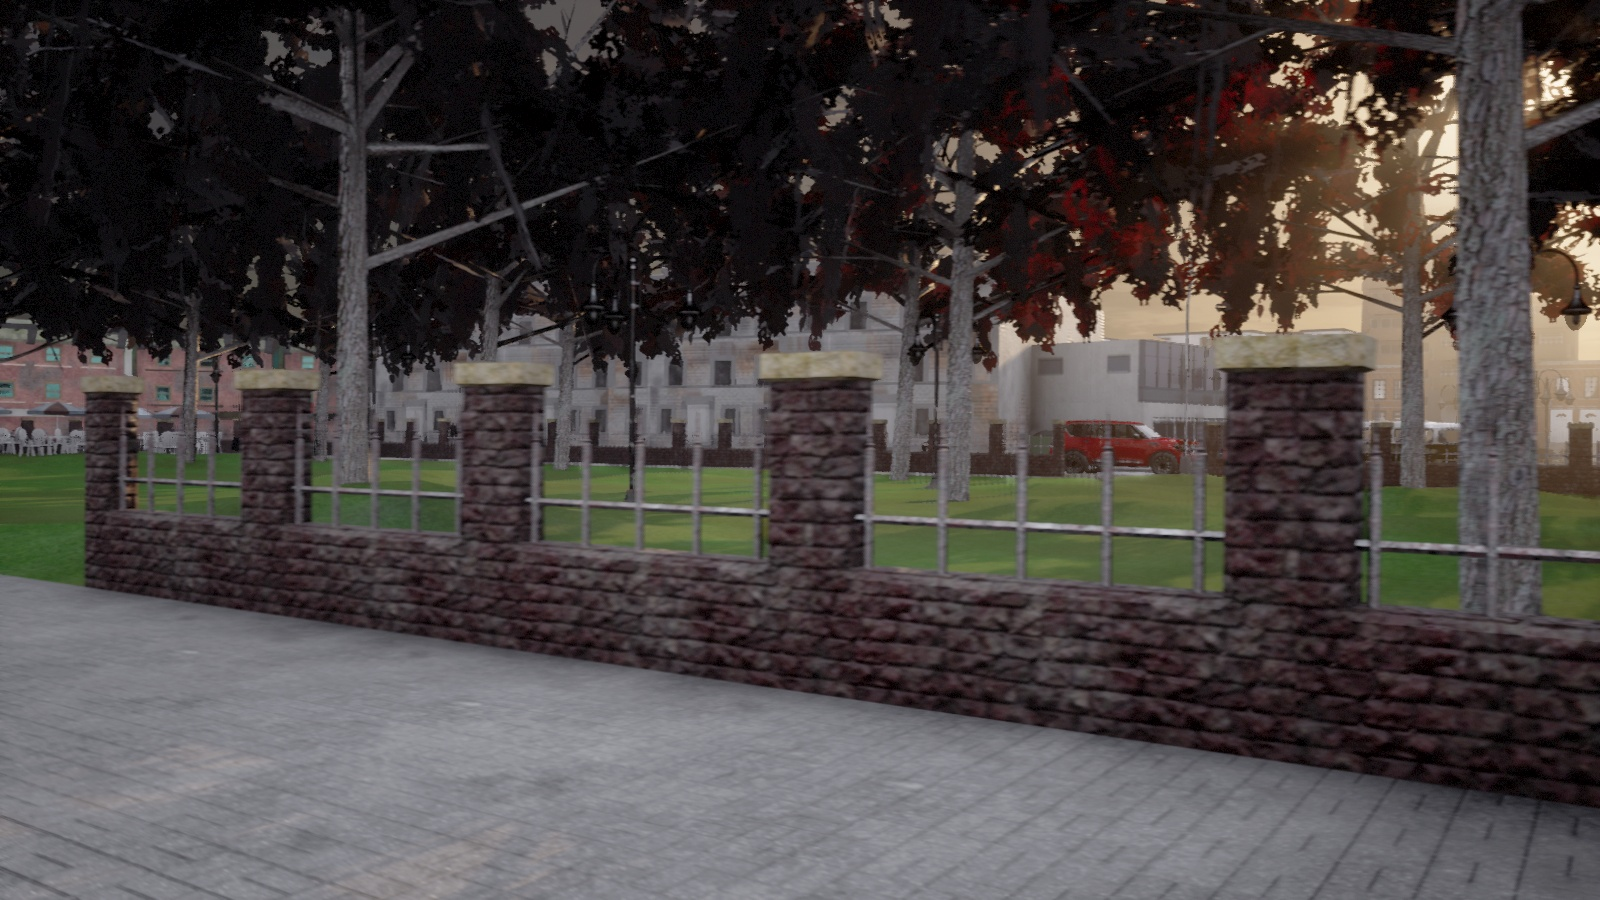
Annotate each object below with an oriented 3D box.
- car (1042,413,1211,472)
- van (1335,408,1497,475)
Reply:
[{"bbox_3d":[11.901,-0.285,45.910,5.566,2.045,2.150,0,1,33],"label":"car"},{"bbox_3d":[19.890,-0.279,40.587,4.480,2.038,2.069,0,1,34],"label":"van"}]
